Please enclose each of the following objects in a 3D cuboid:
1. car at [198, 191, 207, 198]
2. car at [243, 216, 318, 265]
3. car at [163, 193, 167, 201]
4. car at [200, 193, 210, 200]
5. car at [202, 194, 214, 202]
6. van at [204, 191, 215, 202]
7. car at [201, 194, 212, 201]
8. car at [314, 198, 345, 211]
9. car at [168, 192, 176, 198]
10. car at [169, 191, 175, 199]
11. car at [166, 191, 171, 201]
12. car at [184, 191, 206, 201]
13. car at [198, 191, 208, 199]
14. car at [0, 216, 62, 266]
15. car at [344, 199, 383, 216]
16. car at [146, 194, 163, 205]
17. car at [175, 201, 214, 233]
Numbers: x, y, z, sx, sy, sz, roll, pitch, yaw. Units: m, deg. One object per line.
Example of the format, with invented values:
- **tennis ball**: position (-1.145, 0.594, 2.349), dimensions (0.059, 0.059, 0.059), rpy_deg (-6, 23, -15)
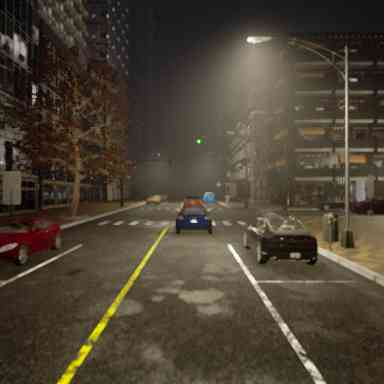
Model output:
- **car**: position (2.738, 0.627, 88.739), dimensions (2.192, 1.841, 5.009), rpy_deg (1, 1, 0)
- **car**: position (2.814, 1.475, 11.238), dimensions (2.008, 1.369, 4.403), rpy_deg (1, 0, 0)
- **car**: position (-5.789, 1.151, 54.834), dimensions (2.008, 1.369, 4.403), rpy_deg (1, 0, 0)
- **car**: position (2.752, 1.004, 71.772), dimensions (1.887, 1.381, 4.507), rpy_deg (1, 0, 0)
- **car**: position (2.835, 1.105, 60.460), dimensions (2.008, 1.369, 4.403), rpy_deg (1, 0, 0)
- **van**: position (2.853, 0.942, 54.798), dimensions (1.690, 1.788, 3.998), rpy_deg (1, 0, 0)
- **car**: position (2.793, 1.074, 66.116), dimensions (1.947, 1.339, 4.313), rpy_deg (1, 0, 0)
- **car**: position (15.210, 1.274, 35.113), dimensions (4.403, 1.369, 2.008), rpy_deg (0, 0, 1)
- **car**: position (-5.643, 0.806, 94.434), dimensions (1.887, 1.381, 4.507), rpy_deg (1, 1, 0)
- **car**: position (-5.644, 0.675, 83.118), dimensions (2.192, 1.841, 5.009), rpy_deg (1, 0, 0)
- **car**: position (-5.721, 1.034, 65.981), dimensions (1.752, 1.417, 4.829), rpy_deg (1, 0, 0)
- **car**: position (0.121, 1.109, 37.717), dimensions (2.097, 1.767, 4.553), rpy_deg (0, 1, 0)
- **car**: position (2.736, 0.676, 83.082), dimensions (2.192, 1.841, 5.009), rpy_deg (1, 0, 0)
- **car**: position (-5.789, 1.506, 11.241), dimensions (1.802, 1.307, 4.206), rpy_deg (1, 0, 0)
- **car**: position (15.126, 1.232, 26.733), dimensions (4.507, 1.381, 1.887), rpy_deg (0, 0, 1)
- **car**: position (-5.791, 1.167, 49.652), dimensions (1.752, 1.417, 4.829), rpy_deg (1, 0, 0)
- **car**: position (0.107, 1.435, 18.768), dimensions (1.994, 1.385, 4.181), rpy_deg (0, 0, 0)
